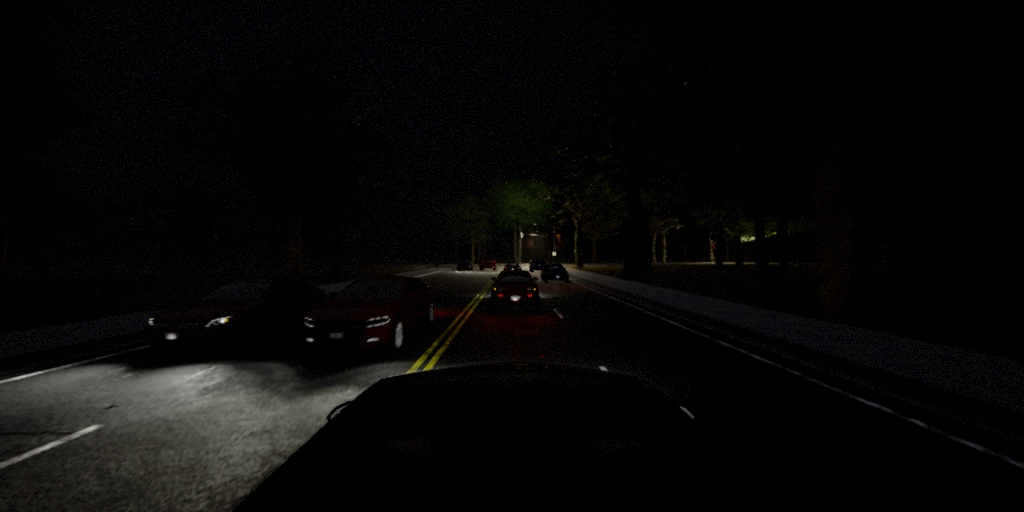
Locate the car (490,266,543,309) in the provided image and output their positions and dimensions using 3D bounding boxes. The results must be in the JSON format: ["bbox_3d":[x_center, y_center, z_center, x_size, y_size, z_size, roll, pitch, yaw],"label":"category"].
[{"bbox_3d":[0.108,1.308,14.959,1.812,1.442,4.674,0,0,0],"label":"car"}]

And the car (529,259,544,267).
[{"bbox_3d":[3.339,1.165,45.692,2.097,1.767,4.553,0,0,0],"label":"car"}]

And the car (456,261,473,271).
[{"bbox_3d":[-6.527,1.361,50.391,2.033,1.411,5.357,0,0,0],"label":"car"}]

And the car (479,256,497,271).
[{"bbox_3d":[-3.287,1.036,49.446,2.150,2.045,5.566,0,0,1],"label":"car"}]

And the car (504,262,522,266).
[{"bbox_3d":[0.095,1.376,38.854,1.994,1.385,4.181,0,0,0],"label":"car"}]

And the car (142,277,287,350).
[{"bbox_3d":[-6.585,1.296,9.263,1.812,1.442,4.674,0,0,0],"label":"car"}]

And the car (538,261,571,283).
[{"bbox_3d":[3.328,1.329,28.246,1.812,1.442,4.674,0,0,0],"label":"car"}]

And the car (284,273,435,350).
[{"bbox_3d":[-3.340,1.248,9.322,1.882,1.535,5.008,0,0,0],"label":"car"}]
